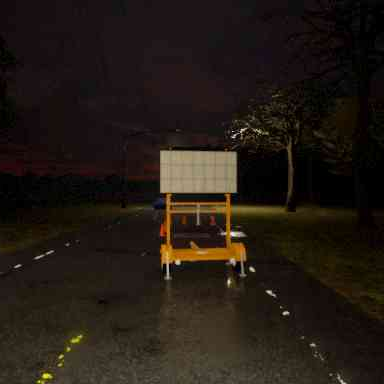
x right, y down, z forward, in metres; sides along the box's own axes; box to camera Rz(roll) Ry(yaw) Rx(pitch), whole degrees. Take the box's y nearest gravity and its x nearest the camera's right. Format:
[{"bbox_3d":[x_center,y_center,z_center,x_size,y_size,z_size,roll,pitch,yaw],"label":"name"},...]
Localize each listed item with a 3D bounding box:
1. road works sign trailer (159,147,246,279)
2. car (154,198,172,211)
[{"bbox_3d":[0.177,0.460,10.104,2.380,3.560,2.880,0,0,-8],"label":"road works sign trailer"},{"bbox_3d":[-3.575,1.497,41.206,1.882,1.535,5.008,0,0,0],"label":"car"}]
